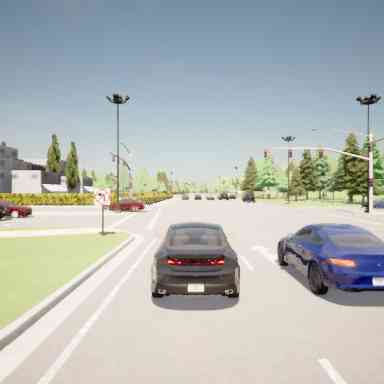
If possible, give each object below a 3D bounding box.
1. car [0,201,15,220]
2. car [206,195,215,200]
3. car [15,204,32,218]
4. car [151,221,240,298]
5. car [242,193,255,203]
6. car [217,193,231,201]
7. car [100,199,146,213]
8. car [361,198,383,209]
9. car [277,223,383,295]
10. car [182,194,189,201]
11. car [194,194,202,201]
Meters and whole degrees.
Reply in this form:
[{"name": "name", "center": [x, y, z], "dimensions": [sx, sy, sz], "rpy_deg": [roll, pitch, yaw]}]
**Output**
[{"name": "car", "center": [-17.355, 1.242, 25.881], "dimensions": [5.566, 2.045, 2.150], "rpy_deg": [0, 0, -1]}, {"name": "car", "center": [5.241, 1.663, 92.180], "dimensions": [1.895, 1.301, 4.718], "rpy_deg": [0, 0, 0]}, {"name": "car", "center": [-16.780, 1.501, 29.389], "dimensions": [5.008, 1.535, 1.882], "rpy_deg": [0, 0, -1]}, {"name": "car", "center": [0.080, 1.512, 8.519], "dimensions": [1.837, 1.490, 4.892], "rpy_deg": [0, 0, 0]}, {"name": "car", "center": [12.234, 1.282, 72.221], "dimensions": [2.150, 2.045, 5.566], "rpy_deg": [0, 0, 0]}, {"name": "car", "center": [8.738, 1.291, 91.335], "dimensions": [2.150, 2.045, 5.566], "rpy_deg": [0, 0, 0]}, {"name": "car", "center": [-7.807, 1.507, 37.703], "dimensions": [5.008, 1.535, 1.882], "rpy_deg": [0, 0, -1]}, {"name": "car", "center": [25.977, 1.583, 45.128], "dimensions": [5.357, 1.411, 2.033], "rpy_deg": [0, 0, -1]}, {"name": "car", "center": [3.585, 1.533, 8.607], "dimensions": [1.812, 1.442, 4.674], "rpy_deg": [0, 0, 0]}, {"name": "car", "center": [-1.762, 1.591, 91.342], "dimensions": [2.128, 1.511, 4.902], "rpy_deg": [0, 0, 0]}, {"name": "car", "center": [1.739, 1.545, 91.746], "dimensions": [1.882, 1.535, 5.008], "rpy_deg": [0, 0, 0]}]
